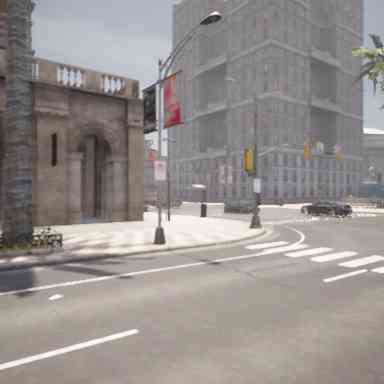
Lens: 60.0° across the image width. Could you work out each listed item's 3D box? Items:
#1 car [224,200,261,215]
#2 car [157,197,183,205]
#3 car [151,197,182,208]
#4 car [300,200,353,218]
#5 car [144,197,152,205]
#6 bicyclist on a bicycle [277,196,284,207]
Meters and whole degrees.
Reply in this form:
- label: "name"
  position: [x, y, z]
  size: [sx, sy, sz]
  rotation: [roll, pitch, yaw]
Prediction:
- label: "car"
  position: [5.253, 1.590, 35.072]
  size: [1.994, 1.385, 4.181]
  rotation: [0, 0, -36]
- label: "car"
  position: [-3.996, 1.583, 60.113]
  size: [2.033, 1.411, 5.357]
  rotation: [0, 0, -36]
- label: "car"
  position: [-3.484, 1.553, 47.247]
  size: [1.812, 1.442, 4.674]
  rotation: [0, 0, -36]
- label: "car"
  position: [12.451, 1.537, 31.111]
  size: [1.837, 1.490, 4.892]
  rotation: [1, 0, -33]
- label: "car"
  position: [-6.822, 1.557, 58.049]
  size: [1.812, 1.442, 4.674]
  rotation: [0, 0, -36]
- label: "bicyclist on a bicycle"
  position: [13.066, 1.345, 49.027]
  size: [1.656, 1.620, 0.582]
  rotation: [0, 0, -36]
